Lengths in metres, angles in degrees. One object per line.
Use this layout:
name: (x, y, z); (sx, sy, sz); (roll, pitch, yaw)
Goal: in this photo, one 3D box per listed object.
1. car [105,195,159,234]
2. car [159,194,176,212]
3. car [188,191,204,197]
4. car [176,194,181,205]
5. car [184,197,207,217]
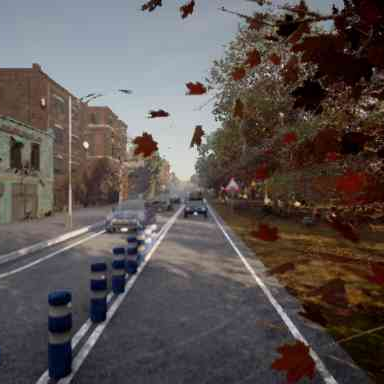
car: (-3.251, 1.221, 18.352); (2.097, 1.767, 4.553); (0, 1, 1)
car: (-3.040, 1.084, 33.902); (2.097, 1.767, 4.553); (0, 1, 0)
car: (0.612, 0.785, 51.144); (2.150, 2.045, 5.566); (0, 1, 1)
car: (-2.702, 1.062, 50.081); (1.882, 1.535, 5.008); (0, 0, 1)
car: (0.321, 1.382, 28.362); (1.895, 1.301, 4.718); (0, 0, 1)
